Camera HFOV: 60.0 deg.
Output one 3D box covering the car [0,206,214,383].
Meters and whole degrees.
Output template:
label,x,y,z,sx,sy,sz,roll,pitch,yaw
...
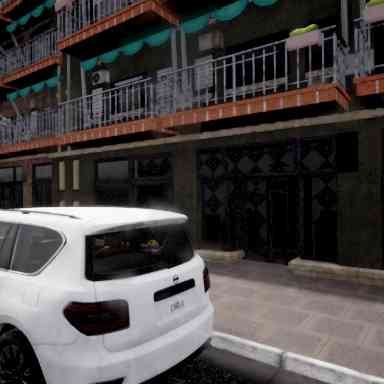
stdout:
label,x,y,z,sx,sy,sz,roll,pitch,yaw
car,-2.335,1.225,4.931,5.566,2.045,2.150,0,0,36
